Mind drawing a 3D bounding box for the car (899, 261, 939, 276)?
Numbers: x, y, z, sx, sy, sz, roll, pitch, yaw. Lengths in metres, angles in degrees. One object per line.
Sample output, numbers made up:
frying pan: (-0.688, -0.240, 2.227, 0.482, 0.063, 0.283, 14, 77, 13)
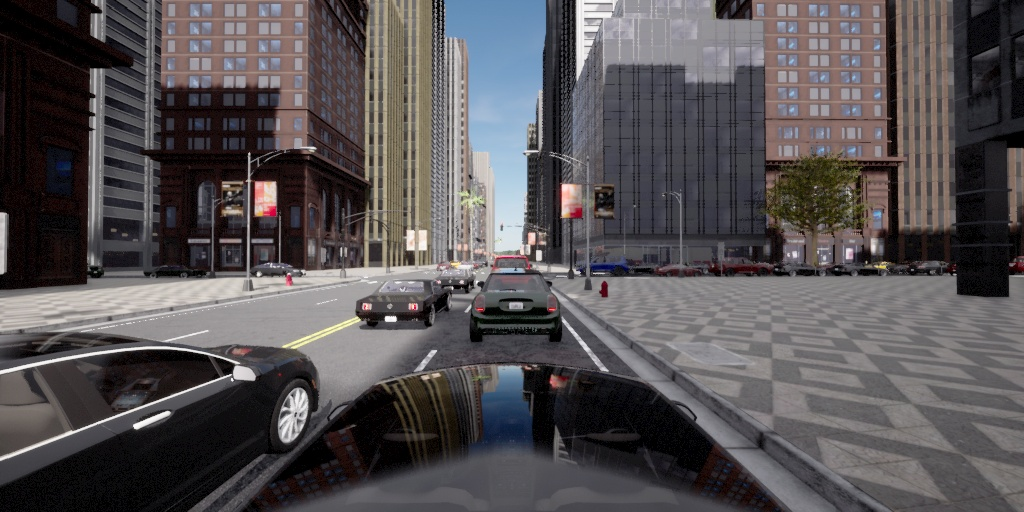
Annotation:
car: (42.522, 1.229, 36.067, 4.674, 1.442, 1.812, 0, -1, -1)

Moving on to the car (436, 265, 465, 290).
car: (-3.189, 1.388, 20.756, 1.895, 1.301, 4.718, 0, 0, 0)

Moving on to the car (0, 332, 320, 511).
car: (-3.152, 1.255, 2.235, 1.837, 1.490, 4.892, 0, 0, 0)

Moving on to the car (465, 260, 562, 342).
car: (0.081, 1.109, 9.940, 2.097, 1.767, 4.553, 0, 0, 0)

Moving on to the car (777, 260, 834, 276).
car: (26.530, 1.276, 33.155, 4.313, 1.339, 1.948, 0, 0, -1)

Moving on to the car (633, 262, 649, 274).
car: (15.107, 1.413, 41.482, 4.313, 1.339, 1.948, 0, 0, -1)

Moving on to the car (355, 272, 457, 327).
car: (-3.167, 1.361, 11.587, 1.895, 1.301, 4.718, 0, 0, 0)

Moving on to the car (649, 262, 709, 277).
car: (15.254, 1.328, 32.958, 4.207, 1.307, 1.802, 0, 0, -1)

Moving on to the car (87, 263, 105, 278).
car: (-43.300, 1.243, 34.899, 5.566, 2.045, 2.150, 0, -1, 0)

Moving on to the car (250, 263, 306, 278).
car: (-22.716, 1.419, 34.914, 4.902, 1.511, 2.128, 0, -1, 0)

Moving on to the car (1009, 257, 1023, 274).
car: (49.081, 0.974, 33.550, 5.009, 1.841, 2.192, 0, 0, -1)

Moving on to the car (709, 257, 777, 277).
car: (20.893, 1.042, 33.057, 5.009, 1.841, 2.192, 0, 0, -1)

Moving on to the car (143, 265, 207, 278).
car: (-32.663, 1.573, 34.903, 4.718, 1.301, 1.895, 0, -1, 0)

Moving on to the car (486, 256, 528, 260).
car: (-0.036, 1.003, 19.461, 2.150, 2.045, 5.566, 0, 0, 0)

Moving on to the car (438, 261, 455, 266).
car: (-9.942, 1.504, 53.158, 1.812, 1.442, 4.674, 0, 0, -3)

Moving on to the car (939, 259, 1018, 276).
car: (43.442, 1.215, 33.452, 4.507, 1.381, 1.888, 0, 0, -1)

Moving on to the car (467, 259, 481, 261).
car: (-6.694, 1.635, 61.067, 1.895, 1.301, 4.718, 0, 0, 0)

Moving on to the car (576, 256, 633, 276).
car: (9.725, 1.057, 38.805, 5.566, 2.045, 2.150, 0, -1, 3)

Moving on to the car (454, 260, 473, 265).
car: (-6.696, 1.571, 51.904, 1.895, 1.301, 4.718, 0, 0, 0)

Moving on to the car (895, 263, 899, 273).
car: (43.609, 1.243, 39.166, 4.892, 1.490, 1.837, 0, -1, -1)

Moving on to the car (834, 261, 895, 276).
car: (32.167, 1.261, 33.254, 4.313, 1.339, 1.948, 0, 0, -1)
